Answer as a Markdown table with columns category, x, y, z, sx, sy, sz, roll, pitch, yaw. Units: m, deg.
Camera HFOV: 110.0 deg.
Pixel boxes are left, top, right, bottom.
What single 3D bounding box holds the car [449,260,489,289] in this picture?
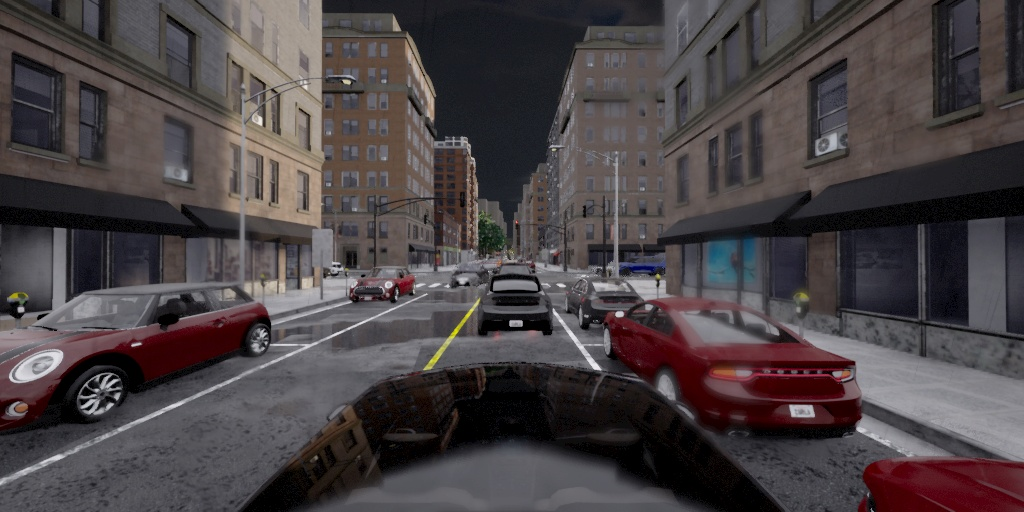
| category | x | y | z | sx | sy | sz | roll | pitch | yaw |
| --- | --- | --- | --- | --- | --- | --- | --- | --- | --- |
| car | -2.680 | 1.235 | 23.085 | 2.128 | 1.511 | 4.902 | 0 | 1 | 5 |

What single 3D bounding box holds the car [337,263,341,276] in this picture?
| category | x | y | z | sx | sy | sz | roll | pitch | yaw |
| --- | --- | --- | --- | --- | --- | --- | --- | --- | --- |
| car | -18.364 | 0.893 | 32.552 | 5.566 | 2.045 | 2.150 | 0 | 0 | -1 |

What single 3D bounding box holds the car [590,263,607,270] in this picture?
| category | x | y | z | sx | sy | sz | roll | pitch | yaw |
| --- | --- | --- | --- | --- | --- | --- | --- | --- | --- |
| car | 10.971 | 1.381 | 39.473 | 4.674 | 1.442 | 1.812 | 0 | 0 | 2 |

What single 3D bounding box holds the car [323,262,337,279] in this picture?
| category | x | y | z | sx | sy | sz | roll | pitch | yaw |
| --- | --- | --- | --- | --- | --- | --- | --- | --- | --- |
| car | -17.473 | 1.127 | 29.309 | 5.008 | 1.535 | 1.882 | 0 | 0 | -2 |

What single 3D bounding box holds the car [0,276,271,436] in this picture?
| category | x | y | z | sx | sy | sz | roll | pitch | yaw |
| --- | --- | --- | --- | --- | --- | --- | --- | --- | --- |
| car | -5.851 | 1.190 | 5.543 | 1.967 | 1.591 | 4.097 | 0 | 0 | 0 |

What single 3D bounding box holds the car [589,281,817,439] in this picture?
| category | x | y | z | sx | sy | sz | roll | pitch | yaw |
| --- | --- | --- | --- | --- | --- | --- | --- | --- | --- |
| car | 2.676 | 1.296 | 5.536 | 1.888 | 1.381 | 4.507 | 0 | 0 | 0 |

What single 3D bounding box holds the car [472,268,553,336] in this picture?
| category | x | y | z | sx | sy | sz | roll | pitch | yaw |
| --- | --- | --- | --- | --- | --- | --- | --- | --- | --- |
| car | 0.058 | 1.257 | 10.401 | 1.837 | 1.490 | 4.892 | 0 | 0 | -1 |

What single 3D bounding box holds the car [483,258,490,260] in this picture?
| category | x | y | z | sx | sy | sz | roll | pitch | yaw |
| --- | --- | --- | --- | --- | --- | --- | --- | --- | --- |
| car | -3.120 | 1.388 | 50.904 | 1.895 | 1.301 | 4.718 | 0 | 0 | 0 |

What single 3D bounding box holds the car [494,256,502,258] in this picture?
| category | x | y | z | sx | sy | sz | roll | pitch | yaw |
| --- | --- | --- | --- | --- | --- | --- | --- | --- | --- |
| car | -3.167 | 1.158 | 60.876 | 2.097 | 1.767 | 4.553 | 0 | 0 | 0 |

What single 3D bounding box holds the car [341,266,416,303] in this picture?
| category | x | y | z | sx | sy | sz | roll | pitch | yaw |
| --- | --- | --- | --- | --- | --- | --- | --- | --- | --- |
| car | -5.833 | 1.194 | 16.529 | 1.967 | 1.591 | 4.097 | 0 | 0 | 0 |

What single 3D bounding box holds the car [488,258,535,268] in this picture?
| category | x | y | z | sx | sy | sz | roll | pitch | yaw |
| --- | --- | --- | --- | --- | --- | --- | --- | --- | --- |
| car | 0.122 | 1.107 | 17.867 | 2.097 | 1.767 | 4.553 | 0 | 0 | 0 |

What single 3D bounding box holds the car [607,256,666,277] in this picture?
| category | x | y | z | sx | sy | sz | roll | pitch | yaw |
| --- | --- | --- | --- | --- | --- | --- | --- | --- | --- |
| car | 12.901 | 1.058 | 36.130 | 5.566 | 2.045 | 2.150 | 0 | 0 | 0 |

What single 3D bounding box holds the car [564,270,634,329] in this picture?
| category | x | y | z | sx | sy | sz | roll | pitch | yaw |
| --- | --- | --- | --- | --- | --- | --- | --- | --- | --- |
| car | 2.684 | 1.303 | 11.028 | 2.007 | 1.370 | 4.403 | 0 | 0 | 0 |
